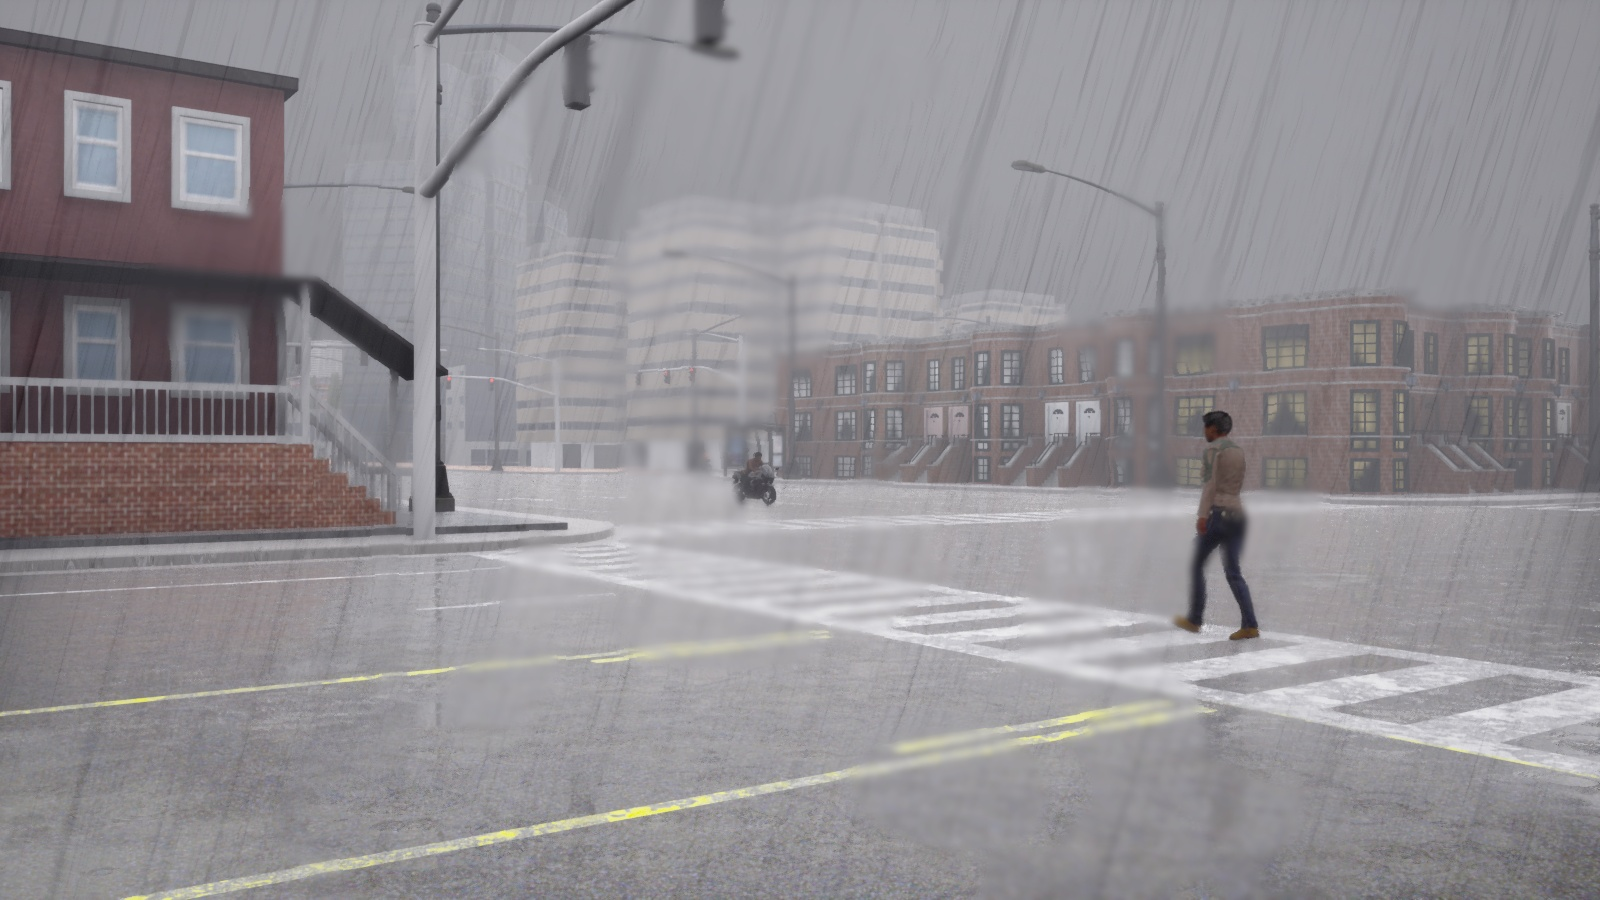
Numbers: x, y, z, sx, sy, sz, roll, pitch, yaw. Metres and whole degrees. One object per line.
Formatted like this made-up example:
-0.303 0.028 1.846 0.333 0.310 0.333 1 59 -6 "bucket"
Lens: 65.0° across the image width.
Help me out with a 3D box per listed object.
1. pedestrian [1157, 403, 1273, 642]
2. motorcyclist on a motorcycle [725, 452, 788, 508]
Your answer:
3.273 0.547 9.944 0.328 1.805 0.869 0 0 -31 "pedestrian"
-1.231 0.816 35.159 0.797 1.523 2.044 0 0 -35 "motorcyclist on a motorcycle"
